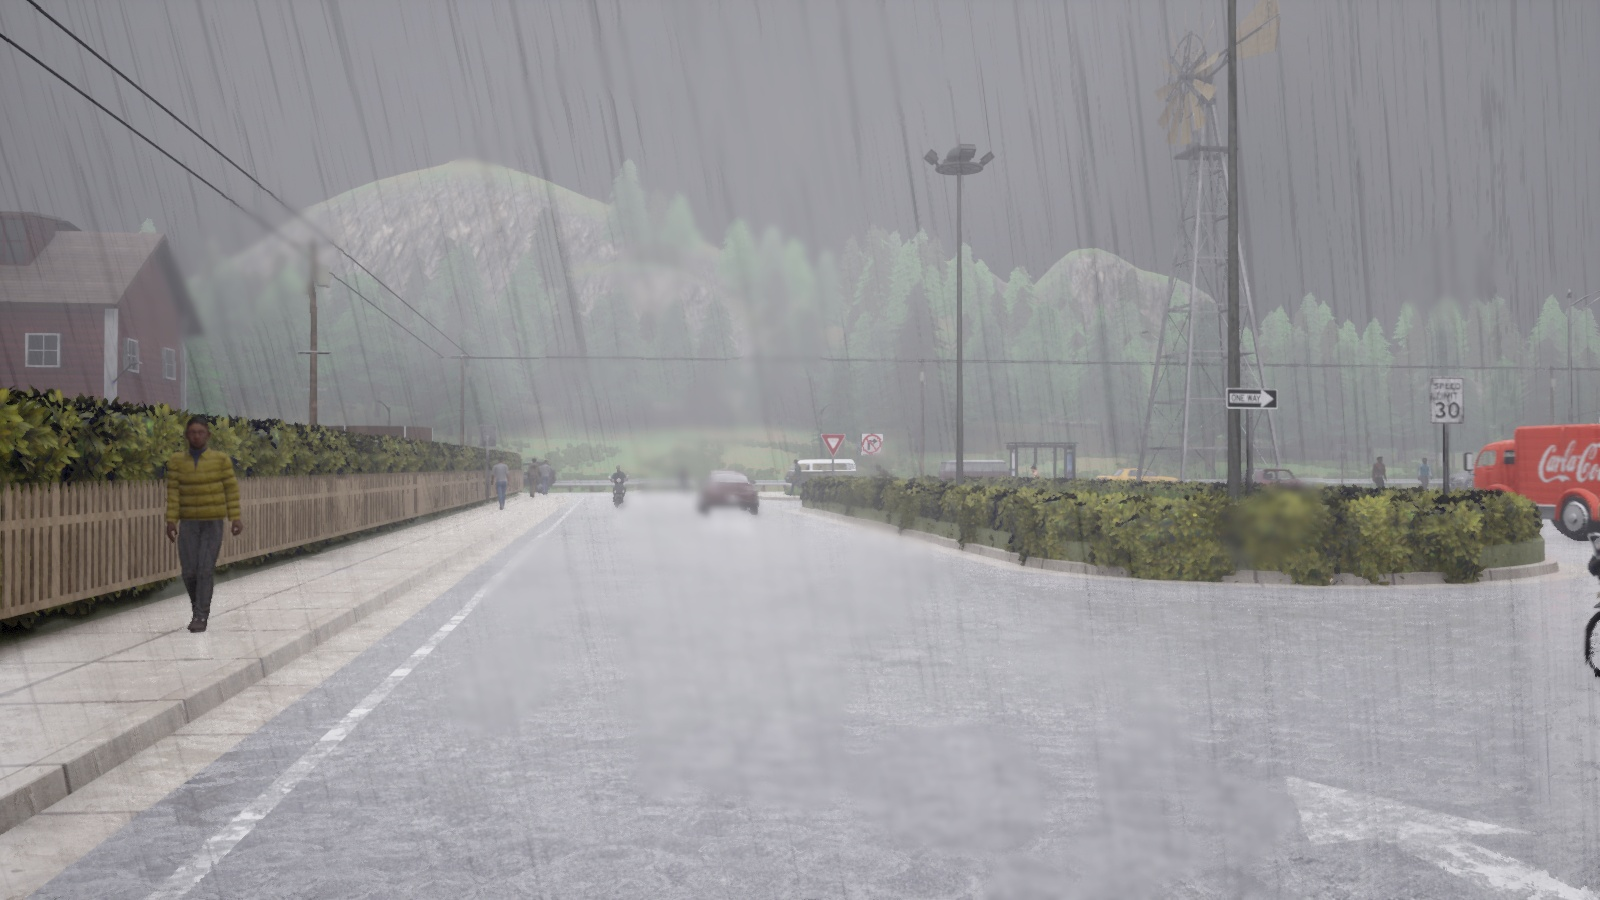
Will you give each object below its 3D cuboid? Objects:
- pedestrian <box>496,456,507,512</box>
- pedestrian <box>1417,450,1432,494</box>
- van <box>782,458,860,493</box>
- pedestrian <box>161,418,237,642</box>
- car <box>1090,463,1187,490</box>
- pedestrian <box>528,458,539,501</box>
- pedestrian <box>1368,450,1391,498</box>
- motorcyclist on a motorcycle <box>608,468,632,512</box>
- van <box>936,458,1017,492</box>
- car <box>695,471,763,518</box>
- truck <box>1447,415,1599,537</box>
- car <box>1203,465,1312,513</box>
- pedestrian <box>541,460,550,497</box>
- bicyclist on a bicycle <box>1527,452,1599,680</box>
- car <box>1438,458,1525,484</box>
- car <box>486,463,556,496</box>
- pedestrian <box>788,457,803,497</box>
[{"bbox_3d":[-9.889,1.116,41.616,0.354,1.836,0.706,0,-1,-12],"label":"pedestrian"},{"bbox_3d":[27.448,0.975,55.185,0.396,1.930,0.692,-1,-1,9],"label":"pedestrian"},{"bbox_3d":[1.263,1.564,77.054,4.480,2.038,2.069,0,-1,-8],"label":"van"},{"bbox_3d":[-5.112,0.658,10.705,0.431,1.840,0.709,0,-1,-12],"label":"pedestrian"},{"bbox_3d":[20.535,1.601,76.237,5.366,1.575,1.801,0,-1,-8],"label":"car"},{"bbox_3d":[-12.240,1.353,57.694,0.396,1.930,0.692,0,-1,-4],"label":"pedestrian"},{"bbox_3d":[22.056,0.920,47.809,0.328,1.805,0.869,0,-1,-11],"label":"pedestrian"},{"bbox_3d":[-6.646,1.450,46.373,0.866,1.590,1.817,0,-1,-8],"label":"motorcyclist on a motorcycle"},{"bbox_3d":[10.471,1.484,74.819,4.442,1.987,1.775,0,-1,-8],"label":"van"},{"bbox_3d":[-2.407,1.421,41.590,1.812,1.442,4.674,0,-1,-8],"label":"car"},{"bbox_3d":[17.168,0.548,27.617,2.627,2.467,5.204,0,-1,-9],"label":"truck"},{"bbox_3d":[15.052,1.257,41.526,1.845,1.501,3.633,0,-1,-9],"label":"car"},{"bbox_3d":[-12.920,1.440,63.751,0.354,1.836,0.706,0,-1,-2],"label":"pedestrian"},{"bbox_3d":[6.307,0.822,9.327,1.509,1.612,0.866,0,0,-26],"label":"bicyclist on a bicycle"},{"bbox_3d":[45.122,1.388,83.242,4.611,1.667,2.242,0,-1,-8],"label":"car"},{"bbox_3d":[-16.521,1.757,74.542,3.866,1.878,1.905,0,-1,-8],"label":"car"},{"bbox_3d":[-0.194,1.267,59.087,0.614,1.847,0.353,-1,-1,21],"label":"pedestrian"}]
